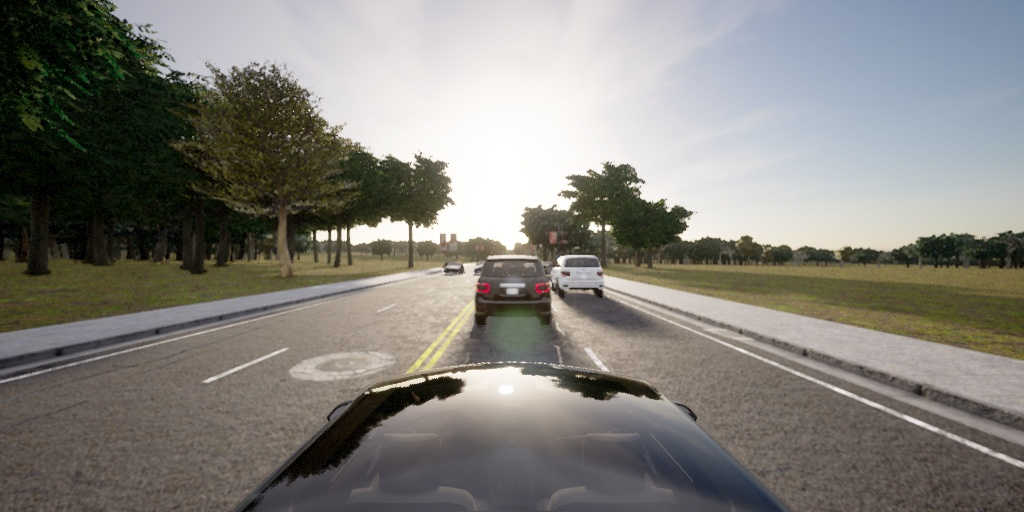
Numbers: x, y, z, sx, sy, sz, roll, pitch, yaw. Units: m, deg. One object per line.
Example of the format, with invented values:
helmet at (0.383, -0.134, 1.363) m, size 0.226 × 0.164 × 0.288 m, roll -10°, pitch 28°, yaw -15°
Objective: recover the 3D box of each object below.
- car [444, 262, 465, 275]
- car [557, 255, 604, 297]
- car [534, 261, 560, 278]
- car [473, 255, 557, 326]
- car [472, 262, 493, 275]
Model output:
car at (-6.612, 1.391, 41.694) m, size 2.033 × 1.411 × 5.357 m, roll 0°, pitch 0°, yaw 0°
car at (3.339, 1.004, 19.131) m, size 2.150 × 2.045 × 5.566 m, roll 0°, pitch 0°, yaw 1°
car at (3.333, 1.317, 35.308) m, size 2.128 × 1.511 × 4.902 m, roll 0°, pitch 0°, yaw 0°
car at (0.058, 0.993, 11.900) m, size 2.150 × 2.045 × 5.566 m, roll 0°, pitch 0°, yaw 1°
car at (-3.361, 1.391, 41.695) m, size 2.033 × 1.411 × 5.357 m, roll 0°, pitch 0°, yaw 0°
